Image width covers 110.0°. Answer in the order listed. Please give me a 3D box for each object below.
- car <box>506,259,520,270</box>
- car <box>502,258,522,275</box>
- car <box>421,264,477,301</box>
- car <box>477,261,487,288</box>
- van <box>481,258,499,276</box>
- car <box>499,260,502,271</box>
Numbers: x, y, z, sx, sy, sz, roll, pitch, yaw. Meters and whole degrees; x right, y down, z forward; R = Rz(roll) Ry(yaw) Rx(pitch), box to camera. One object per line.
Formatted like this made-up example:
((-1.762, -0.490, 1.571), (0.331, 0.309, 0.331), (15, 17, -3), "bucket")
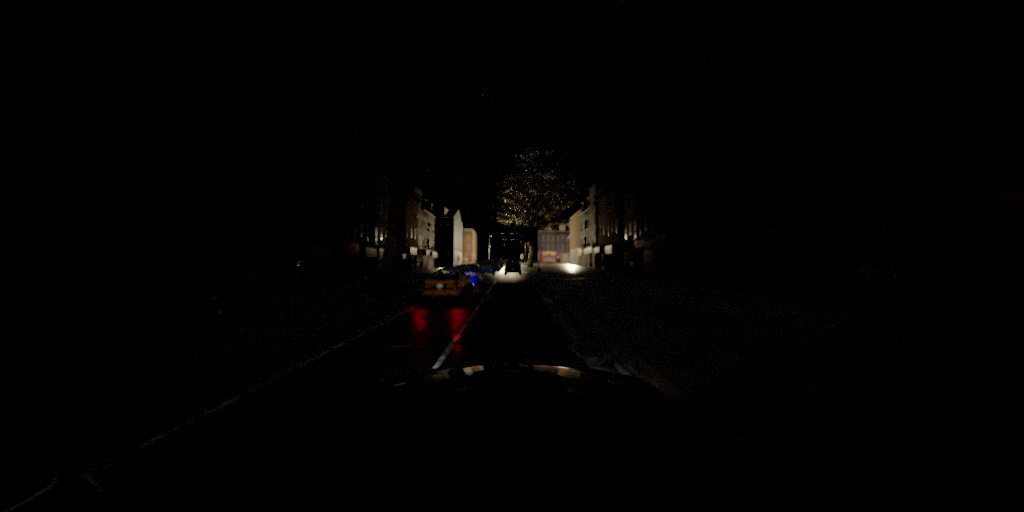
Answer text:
((0.090, 1.297, 56.874), (2.097, 1.767, 4.553), (0, 0, 0), "car")
((0.116, 1.364, 42.365), (1.882, 1.535, 5.008), (0, -1, 1), "car")
((-3.011, 1.251, 17.516), (1.801, 1.575, 5.366), (0, 0, 0), "car")
((-2.994, 1.294, 24.328), (1.882, 1.535, 5.008), (0, 0, 0), "car")
((-2.603, 1.210, 38.547), (1.690, 1.789, 3.998), (0, 0, 0), "van")
((-2.592, 1.480, 49.617), (1.948, 1.339, 4.313), (0, 0, 0), "car")
